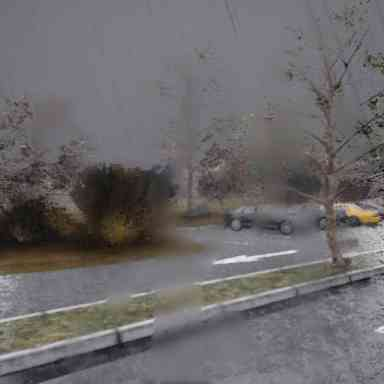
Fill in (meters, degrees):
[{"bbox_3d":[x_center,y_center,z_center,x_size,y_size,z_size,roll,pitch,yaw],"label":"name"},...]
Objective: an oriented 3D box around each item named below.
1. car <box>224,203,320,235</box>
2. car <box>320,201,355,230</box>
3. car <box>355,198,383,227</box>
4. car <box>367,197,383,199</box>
[{"bbox_3d":[4.112,1.435,18.479,4.892,1.521,2.231,-1,-1,36],"label":"car"},{"bbox_3d":[6.935,1.428,20.364,4.892,1.521,2.231,-1,0,36],"label":"car"},{"bbox_3d":[9.594,1.418,22.368,5.366,1.575,1.946,-1,0,36],"label":"car"},{"bbox_3d":[15.351,1.278,26.073,4.553,1.767,2.185,-1,-1,36],"label":"car"}]
